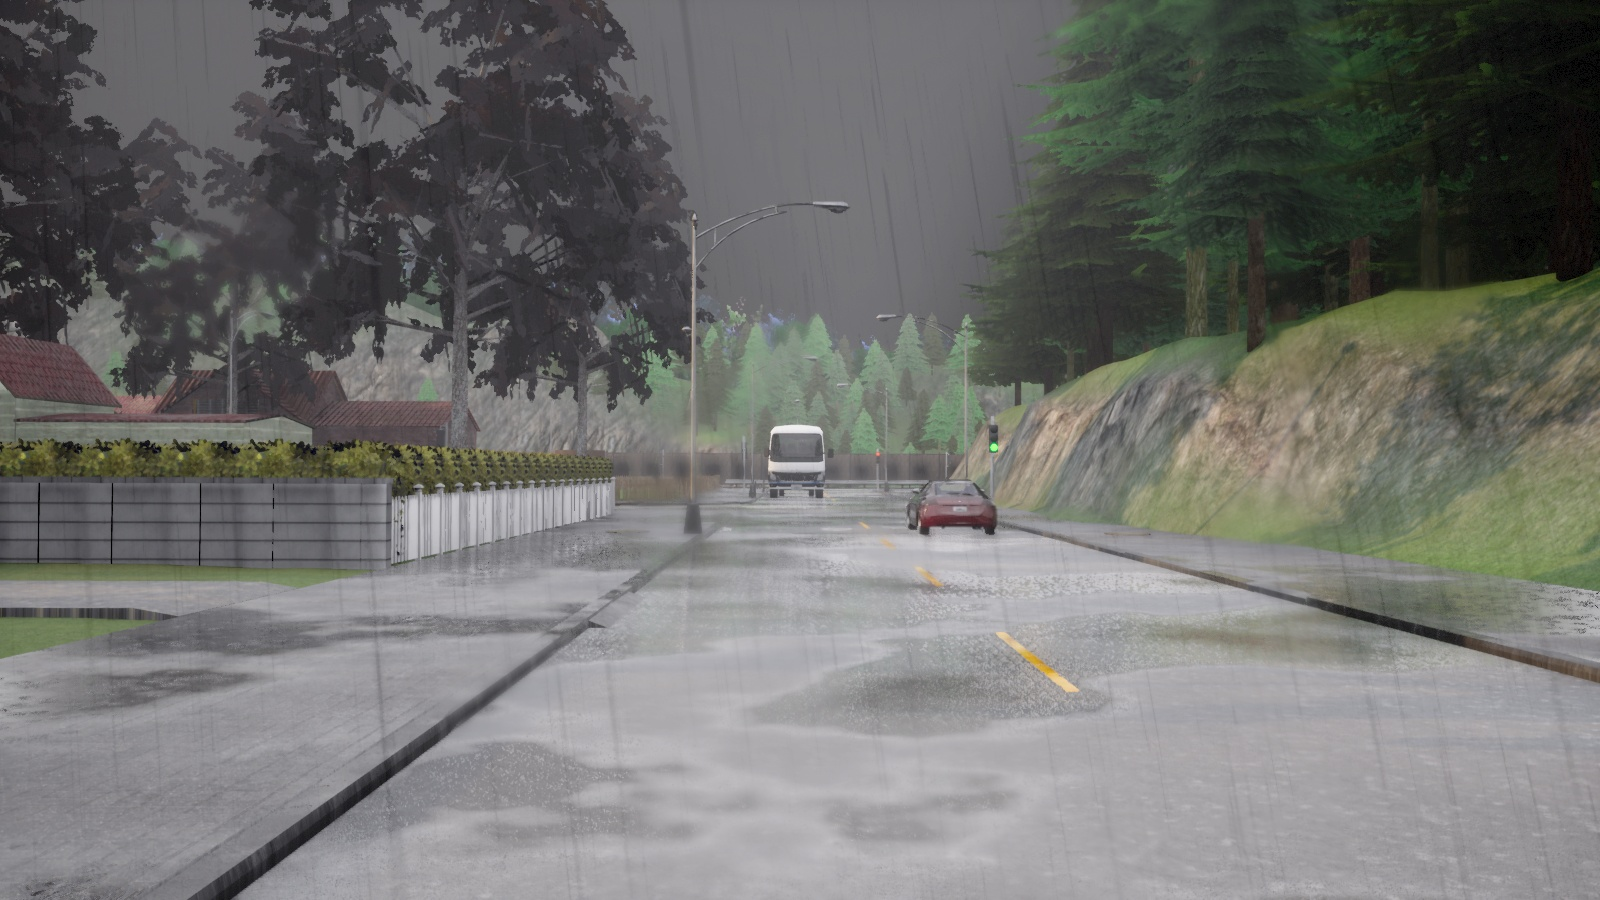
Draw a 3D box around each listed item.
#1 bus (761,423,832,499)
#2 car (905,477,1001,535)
[{"bbox_3d":[-0.192,0.698,75.175,3.944,4.253,10.273,0,-1,0],"label":"bus"},{"bbox_3d":[3.918,1.413,32.824,1.994,1.385,4.181,0,-1,0],"label":"car"}]
